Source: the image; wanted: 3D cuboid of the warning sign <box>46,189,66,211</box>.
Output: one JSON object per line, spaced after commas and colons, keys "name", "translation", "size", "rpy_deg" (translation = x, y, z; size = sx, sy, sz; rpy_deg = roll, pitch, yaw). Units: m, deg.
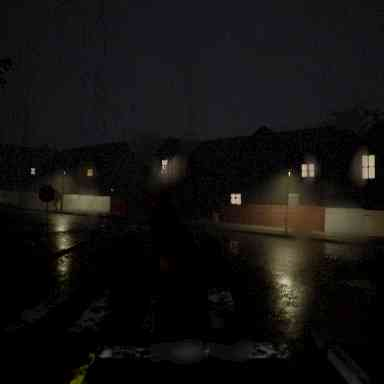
{"name": "warning sign", "translation": [-12.278, 0.701, 30.076], "size": [1.060, 1.860, 1.300], "rpy_deg": [-1, 1, 32]}
